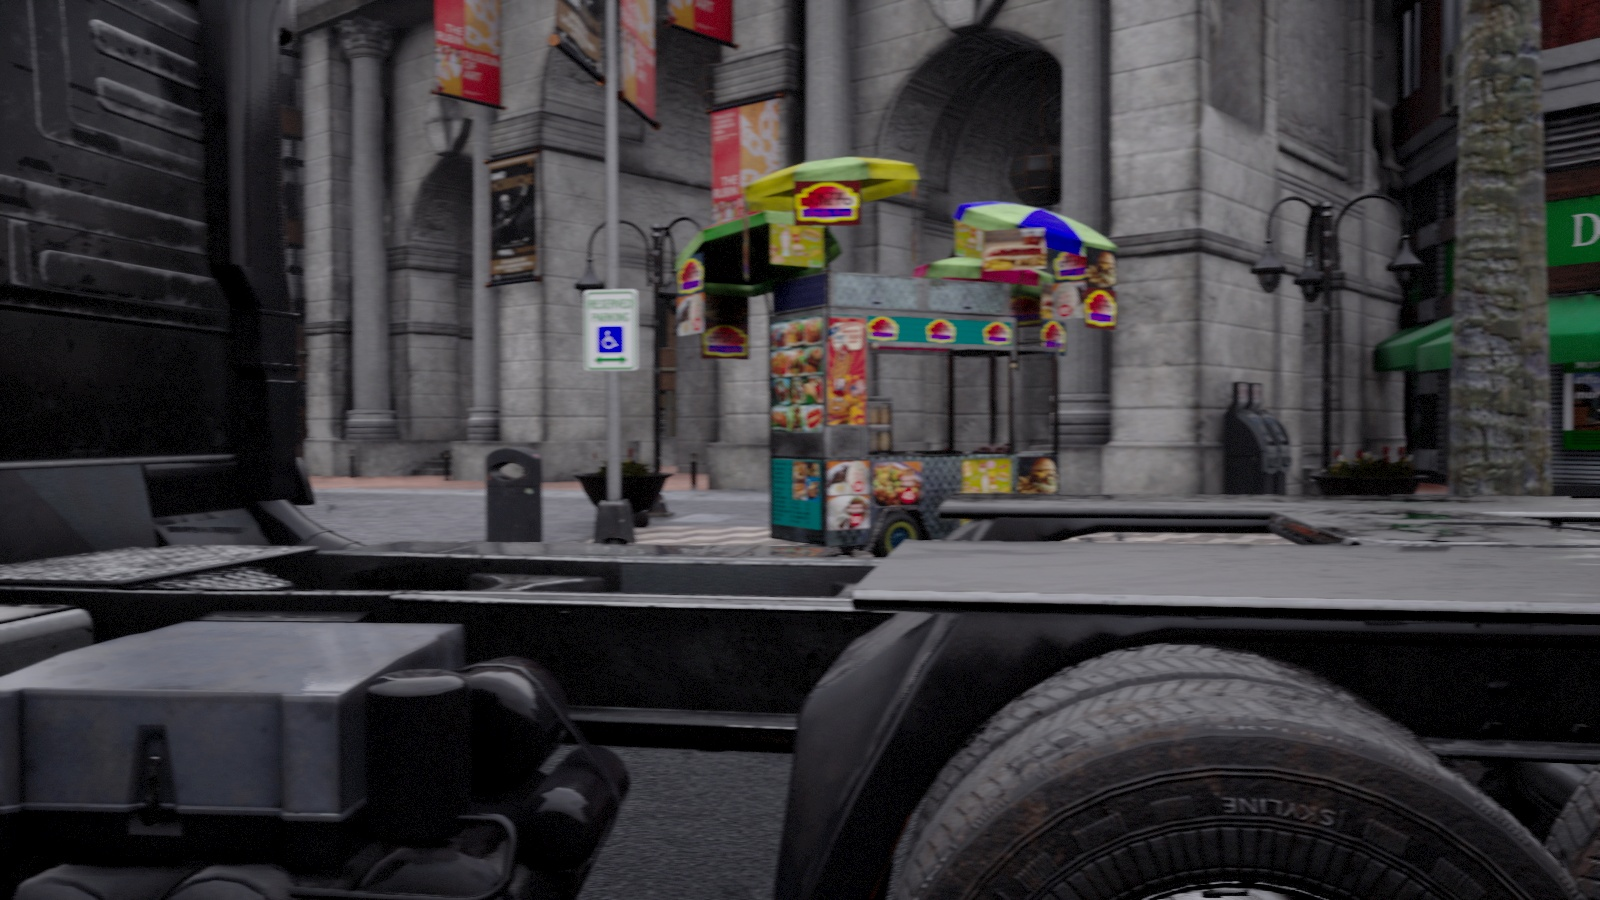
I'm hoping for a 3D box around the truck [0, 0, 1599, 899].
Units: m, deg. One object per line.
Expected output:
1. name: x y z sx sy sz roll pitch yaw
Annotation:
1. truck: -0.768 -0.225 3.452 7.936 3.462 2.891 0 1 10
